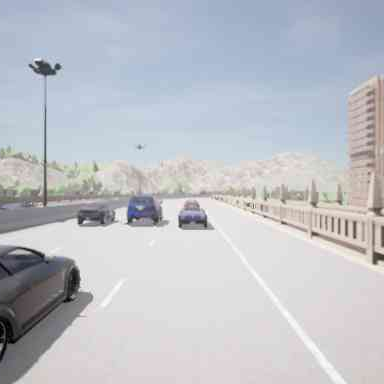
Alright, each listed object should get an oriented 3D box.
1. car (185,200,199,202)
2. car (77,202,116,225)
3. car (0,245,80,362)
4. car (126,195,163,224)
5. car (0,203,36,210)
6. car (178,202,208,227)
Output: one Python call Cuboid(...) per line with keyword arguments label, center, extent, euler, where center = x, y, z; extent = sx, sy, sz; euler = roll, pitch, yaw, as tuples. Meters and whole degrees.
Cuboid(label="car", center=(-0.003, 1.592, 40.079), extent=(1.994, 1.385, 4.181), euler=(0, 0, 0))
Cuboid(label="car", center=(-6.961, 1.528, 24.562), extent=(1.837, 1.490, 4.892), euler=(0, 0, 0))
Cuboid(label="car", center=(-3.419, 1.571, 5.593), extent=(1.994, 1.385, 4.181), euler=(0, 0, 0))
Cuboid(label="car", center=(-3.462, 1.242, 25.022), extent=(2.150, 2.045, 5.566), euler=(0, 0, 0))
Cuboid(label="car", center=(-14.139, 1.578, 26.880), extent=(2.033, 1.411, 5.357), euler=(0, 0, 0))
Cuboid(label="car", center=(0.045, 1.617, 22.710), extent=(1.895, 1.301, 4.718), euler=(0, 0, 0))
